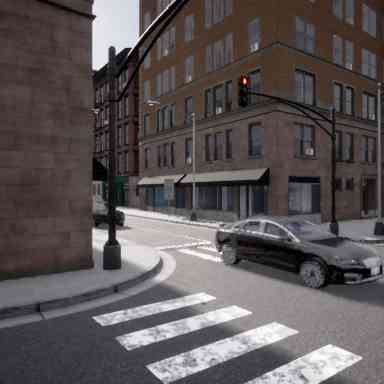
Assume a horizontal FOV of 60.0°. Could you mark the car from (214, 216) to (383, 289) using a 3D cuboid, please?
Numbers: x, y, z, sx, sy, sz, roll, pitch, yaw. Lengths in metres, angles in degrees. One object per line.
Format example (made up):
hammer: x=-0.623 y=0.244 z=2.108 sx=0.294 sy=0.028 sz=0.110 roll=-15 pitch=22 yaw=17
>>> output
car: x=2.643 y=1.464 z=9.363 sx=2.128 sy=1.511 sz=4.902 roll=0 pitch=0 yaw=-35

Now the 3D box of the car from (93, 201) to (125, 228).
car: x=-6.000 y=1.356 z=21.477 sx=1.882 sy=1.535 sz=5.008 roll=0 pitch=0 yaw=-36
